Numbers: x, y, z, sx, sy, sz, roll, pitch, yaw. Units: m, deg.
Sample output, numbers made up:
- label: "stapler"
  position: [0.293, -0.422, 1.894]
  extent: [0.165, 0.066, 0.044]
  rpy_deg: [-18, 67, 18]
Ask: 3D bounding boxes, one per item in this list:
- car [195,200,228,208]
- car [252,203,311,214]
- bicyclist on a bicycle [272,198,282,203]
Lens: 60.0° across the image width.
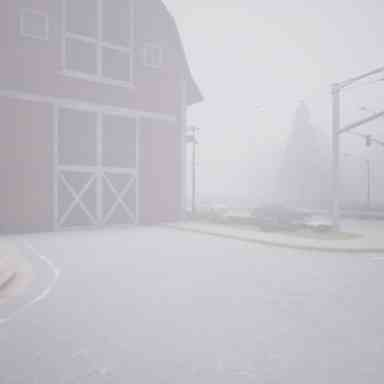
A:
- label: "car"
  position: [1.959, 1.615, 35.883]
  extent: [1.812, 1.442, 4.674]
  rpy_deg: [0, 0, -34]
- label: "car"
  position: [7.373, 1.636, 27.990]
  extent: [2.033, 1.411, 5.357]
  rpy_deg: [0, 0, -34]
- label: "bicyclist on a bicycle"
  position: [9.718, 1.405, 37.609]
  extent: [1.656, 1.620, 0.582]
  rpy_deg: [46, -25, -23]
